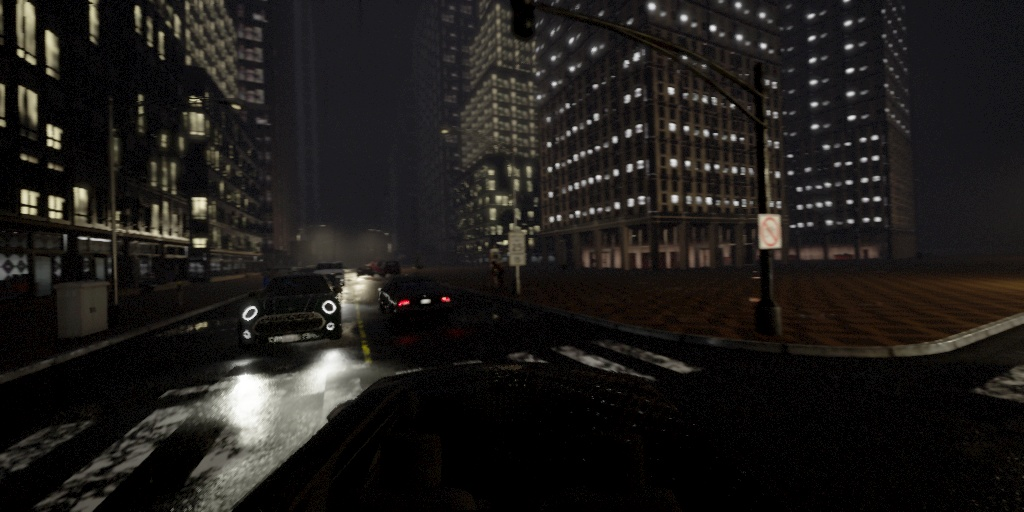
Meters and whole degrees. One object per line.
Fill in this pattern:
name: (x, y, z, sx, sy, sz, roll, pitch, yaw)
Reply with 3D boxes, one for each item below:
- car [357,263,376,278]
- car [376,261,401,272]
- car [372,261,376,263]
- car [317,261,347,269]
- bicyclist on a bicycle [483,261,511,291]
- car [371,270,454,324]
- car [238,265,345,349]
car: (-17.928, 1.913, 43.801, 1.895, 1.301, 4.718, -2, 0, -25)
car: (-14.148, 1.510, 41.813, 2.192, 1.841, 5.009, 0, 0, -25)
car: (-18.769, 1.654, 51.882, 2.192, 1.841, 5.009, 0, 0, -25)
car: (-14.394, 1.421, 28.421, 2.150, 2.045, 5.566, -2, 0, -24)
bicyclist on a bicycle: (-0.840, 1.082, 19.808, 1.656, 1.620, 0.582, -2, 0, -25)
car: (-3.594, 1.411, 12.738, 2.033, 1.411, 5.357, -2, 0, -26)
car: (-5.955, 1.287, 10.074, 2.097, 1.767, 4.553, -2, 0, -25)
